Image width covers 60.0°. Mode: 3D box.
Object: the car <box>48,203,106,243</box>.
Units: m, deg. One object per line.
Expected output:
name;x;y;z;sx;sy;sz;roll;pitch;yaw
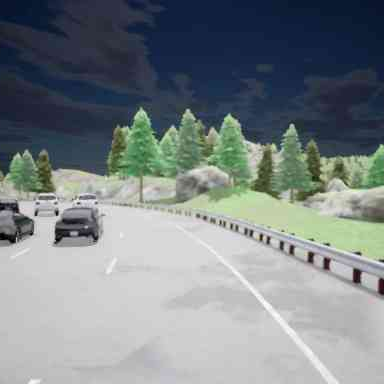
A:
car;-5.402;1.489;16.243;1.837;1.490;4.892;0;0;-12

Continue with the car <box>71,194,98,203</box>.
car;-10.745;1.189;33.333;2.150;2.045;5.566;0;0;-24

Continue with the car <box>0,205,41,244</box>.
car;-8.878;1.565;15.771;1.994;1.385;4.181;0;0;-12

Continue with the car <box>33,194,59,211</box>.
car;-14.661;1.206;33.545;2.150;2.045;5.566;0;0;-24

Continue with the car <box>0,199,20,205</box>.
car;-19.751;1.479;35.885;1.882;1.535;5.008;0;0;-27
